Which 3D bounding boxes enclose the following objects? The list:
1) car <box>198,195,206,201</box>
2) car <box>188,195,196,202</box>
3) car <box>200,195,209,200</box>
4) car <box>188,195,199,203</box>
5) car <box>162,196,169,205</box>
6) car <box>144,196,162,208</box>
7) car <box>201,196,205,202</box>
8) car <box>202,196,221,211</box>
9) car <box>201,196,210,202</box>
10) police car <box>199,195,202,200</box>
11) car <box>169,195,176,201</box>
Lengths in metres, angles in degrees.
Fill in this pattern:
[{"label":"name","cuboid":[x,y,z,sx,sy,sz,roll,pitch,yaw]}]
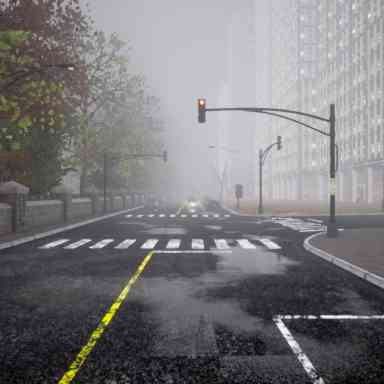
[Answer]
[{"label":"car","cuboid":[2.669,1.643,92.168,2.008,1.369,4.403,0,0,0]},{"label":"car","cuboid":[-0.020,1.571,80.014,1.837,1.490,4.892,0,0,0]},{"label":"car","cuboid":[2.678,1.598,52.742,1.947,1.339,4.313,0,0,0]},{"label":"car","cuboid":[0.028,1.566,70.997,2.128,1.511,4.902,0,0,0]},{"label":"car","cuboid":[-5.703,1.478,58.373,1.967,1.590,4.097,0,0,0]},{"label":"car","cuboid":[-5.701,1.608,47.107,1.802,1.307,4.206,0,0,0]},{"label":"car","cuboid":[2.679,1.592,47.109,1.947,1.339,4.313,0,0,0]},{"label":"car","cuboid":[2.681,1.587,41.477,1.947,1.339,4.313,0,0,0]},{"label":"car","cuboid":[3.131,1.590,76.789,1.812,1.442,4.674,0,0,0]},{"label":"police car","cuboid":[3.117,1.479,69.899,1.930,1.638,5.238,0,0,0]},{"label":"car","cuboid":[-5.710,1.627,86.534,1.887,1.381,4.507,0,0,0]}]
